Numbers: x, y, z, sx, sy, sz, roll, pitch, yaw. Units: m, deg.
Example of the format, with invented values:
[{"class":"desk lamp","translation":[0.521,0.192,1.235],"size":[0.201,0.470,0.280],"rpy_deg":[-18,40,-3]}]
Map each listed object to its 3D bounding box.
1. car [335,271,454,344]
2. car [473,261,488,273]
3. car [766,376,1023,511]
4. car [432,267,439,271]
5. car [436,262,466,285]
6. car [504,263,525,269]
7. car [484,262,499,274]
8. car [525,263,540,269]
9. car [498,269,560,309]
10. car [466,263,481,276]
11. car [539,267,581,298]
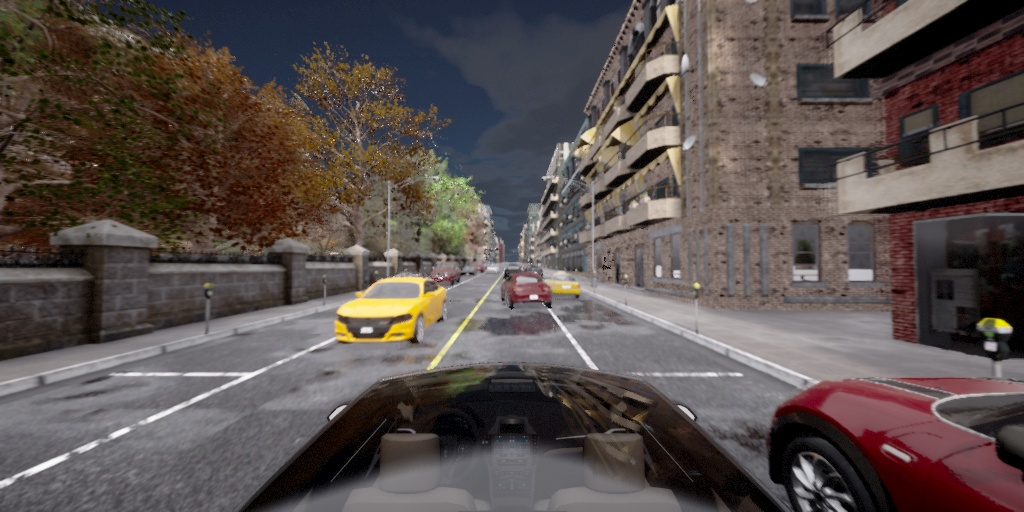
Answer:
[{"class":"car","translation":[-3.090,1.342,10.141],"size":[1.882,1.535,5.008],"rpy_deg":[0,-1,0]},{"class":"car","translation":[-5.614,1.840,58.617],"size":[2.192,1.841,5.009],"rpy_deg":[0,0,0]},{"class":"car","translation":[3.111,1.094,1.035],"size":[2.097,1.767,4.553],"rpy_deg":[0,-1,0]},{"class":"car","translation":[-5.666,1.549,19.956],"size":[2.007,1.370,4.403],"rpy_deg":[0,0,0]},{"class":"car","translation":[-5.651,1.464,31.003],"size":[2.192,1.841,5.009],"rpy_deg":[0,0,0]},{"class":"car","translation":[0.146,1.726,38.261],"size":[1.882,1.535,5.008],"rpy_deg":[0,-1,0]},{"class":"car","translation":[-2.929,2.027,55.709],"size":[1.812,1.442,4.674],"rpy_deg":[0,-1,0]},{"class":"car","translation":[2.744,1.866,42.036],"size":[1.948,1.339,4.313],"rpy_deg":[0,0,0]},{"class":"car","translation":[0.577,1.474,16.211],"size":[1.812,1.442,4.674],"rpy_deg":[0,-1,-7]},{"class":"car","translation":[-5.628,1.941,47.571],"size":[1.948,1.339,4.313],"rpy_deg":[0,0,0]},{"class":"car","translation":[2.715,1.524,20.115],"size":[1.751,1.417,4.829],"rpy_deg":[0,0,0]}]
